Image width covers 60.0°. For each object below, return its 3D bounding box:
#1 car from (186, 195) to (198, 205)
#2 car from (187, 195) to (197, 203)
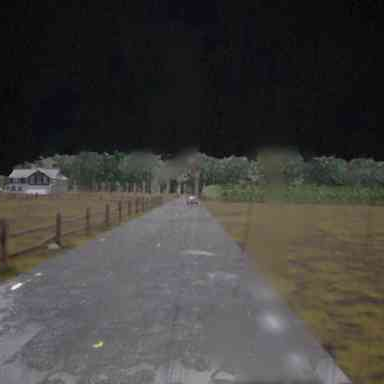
[{"bbox_3d":[-0.002,1.342,54.527,2.033,1.411,5.357,0,0,0],"label":"car"},{"bbox_3d":[-0.002,1.272,64.944,1.812,1.442,4.674,0,0,0],"label":"car"}]
